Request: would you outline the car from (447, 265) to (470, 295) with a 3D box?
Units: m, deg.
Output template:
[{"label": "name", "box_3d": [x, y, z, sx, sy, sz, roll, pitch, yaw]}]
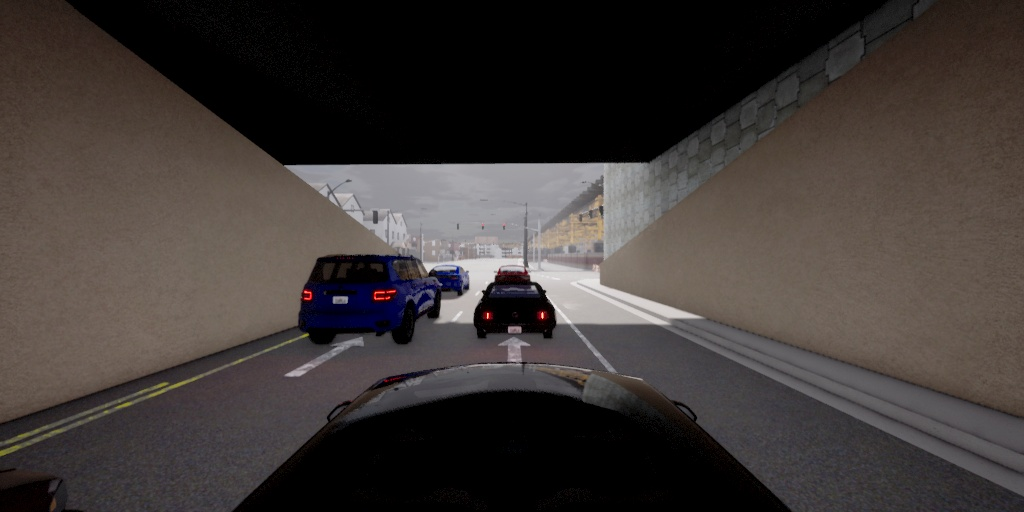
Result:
[{"label": "car", "box_3d": [-3.480, 1.220, 19.752, 1.882, 1.535, 5.008, 0, 0, 0]}]

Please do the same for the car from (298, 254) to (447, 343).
[{"label": "car", "box_3d": [-3.435, 0.968, 9.815, 2.150, 2.045, 5.566, 0, 0, 0]}]

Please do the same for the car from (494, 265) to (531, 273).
[{"label": "car", "box_3d": [0.021, 1.220, 19.500, 1.882, 1.535, 5.008, 0, 0, 0]}]

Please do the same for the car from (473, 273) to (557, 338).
[{"label": "car", "box_3d": [0.061, 1.347, 10.163, 1.895, 1.301, 4.718, 0, 0, 0]}]
